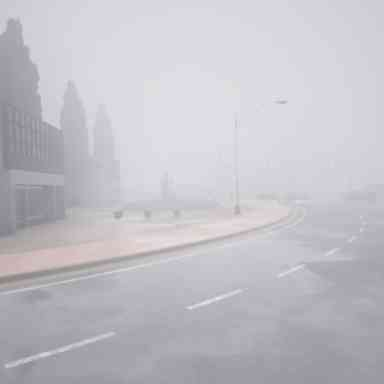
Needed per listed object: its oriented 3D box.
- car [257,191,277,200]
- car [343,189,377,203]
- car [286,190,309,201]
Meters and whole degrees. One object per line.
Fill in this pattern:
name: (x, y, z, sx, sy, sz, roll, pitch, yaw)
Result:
car: (11.219, 0.524, 49.971, 1.994, 1.385, 4.181, -1, 1, -5)
car: (19.292, 0.432, 38.479, 2.128, 1.511, 4.902, -1, 1, -3)
car: (14.947, 0.476, 47.198, 1.994, 1.385, 4.181, -1, 1, -4)
